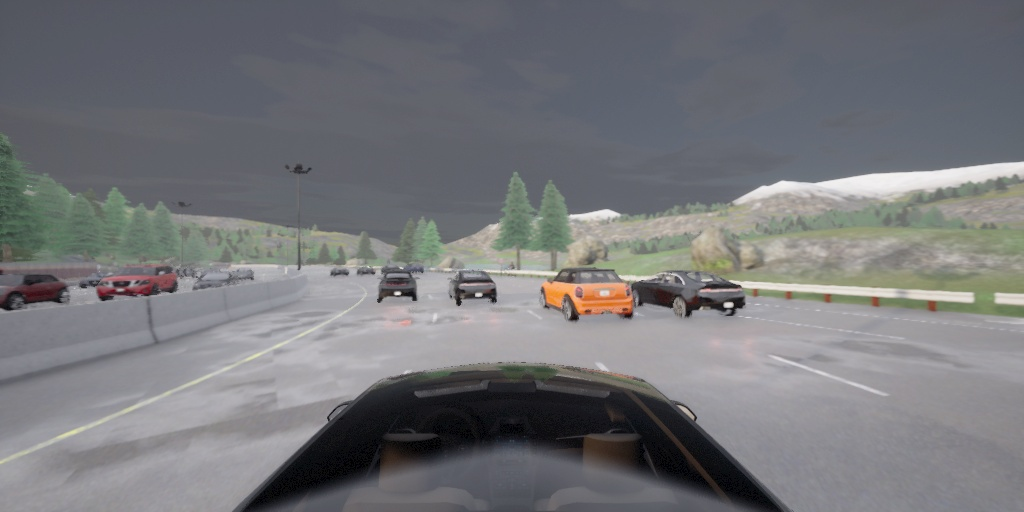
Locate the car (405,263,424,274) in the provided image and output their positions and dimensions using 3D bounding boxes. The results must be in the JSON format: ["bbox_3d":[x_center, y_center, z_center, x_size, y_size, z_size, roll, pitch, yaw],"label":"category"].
[{"bbox_3d":[-15.484,1.897,56.191,2.097,1.767,4.553,-1,-1,-34],"label":"car"}]

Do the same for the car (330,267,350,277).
[{"bbox_3d":[-24.231,2.223,50.386,1.895,1.301,4.718,-1,-1,-34],"label":"car"}]

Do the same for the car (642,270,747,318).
[{"bbox_3d":[6.037,1.266,13.060,2.128,1.511,4.902,-1,-1,-10],"label":"car"}]

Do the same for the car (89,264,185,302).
[{"bbox_3d":[-22.409,1.528,21.783,2.150,2.045,5.566,0,-1,-28],"label":"car"}]

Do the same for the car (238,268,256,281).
[{"bbox_3d":[-31.012,2.132,41.557,2.128,1.511,4.902,-1,-1,-34],"label":"car"}]

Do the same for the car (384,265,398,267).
[{"bbox_3d":[-18.396,2.048,54.251,1.882,1.535,5.008,-1,-1,-34],"label":"car"}]

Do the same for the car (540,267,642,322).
[{"bbox_3d":[2.456,1.179,12.974,2.097,1.767,4.553,-1,-1,-10],"label":"car"}]

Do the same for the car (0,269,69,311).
[{"bbox_3d":[-24.298,1.643,17.355,2.097,1.767,4.553,-1,-1,-24],"label":"car"}]

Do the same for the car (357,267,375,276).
[{"bbox_3d":[-21.320,2.198,52.328,1.895,1.301,4.718,-1,-1,-34],"label":"car"}]

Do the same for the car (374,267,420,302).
[{"bbox_3d":[-6.154,1.536,19.304,1.837,1.490,4.892,1,-1,-18],"label":"car"}]

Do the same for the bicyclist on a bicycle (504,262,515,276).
[{"bbox_3d":[-0.108,1.505,42.599,1.656,1.620,0.582,24,-13,-31],"label":"bicyclist on a bicycle"}]

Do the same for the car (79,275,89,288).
[{"bbox_3d":[-38.289,2.237,33.564,1.994,1.385,4.181,-1,-1,-34],"label":"car"}]

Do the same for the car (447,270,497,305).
[{"bbox_3d":[-2.022,1.437,17.413,2.128,1.511,4.902,0,-1,-15],"label":"car"}]

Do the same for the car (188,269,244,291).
[{"bbox_3d":[-19.787,1.816,24.185,1.812,1.442,4.674,0,-1,-29],"label":"car"}]
